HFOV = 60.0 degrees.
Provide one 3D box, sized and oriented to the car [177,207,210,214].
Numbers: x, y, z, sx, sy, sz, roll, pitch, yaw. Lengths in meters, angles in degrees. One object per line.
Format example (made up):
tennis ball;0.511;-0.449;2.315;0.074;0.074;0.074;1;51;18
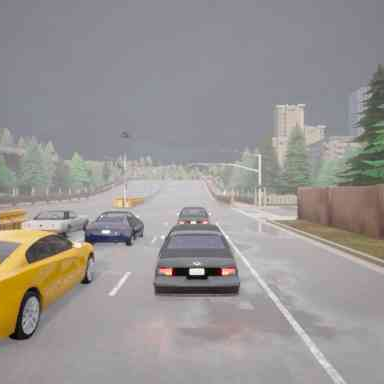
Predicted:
car;0.098;1.547;18.831;2.033;1.411;5.357;0;0;1

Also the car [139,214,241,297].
car;0.088;1.547;8.764;2.033;1.411;5.357;0;0;0

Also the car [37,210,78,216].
car;-6.924;1.600;17.537;1.895;1.301;4.718;0;0;0

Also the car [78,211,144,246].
car;-3.426;1.563;15.310;1.994;1.385;4.181;0;0;0

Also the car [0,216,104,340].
car;-3.409;1.477;6.553;1.882;1.535;5.008;0;0;0
